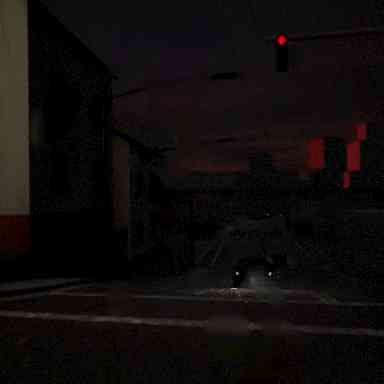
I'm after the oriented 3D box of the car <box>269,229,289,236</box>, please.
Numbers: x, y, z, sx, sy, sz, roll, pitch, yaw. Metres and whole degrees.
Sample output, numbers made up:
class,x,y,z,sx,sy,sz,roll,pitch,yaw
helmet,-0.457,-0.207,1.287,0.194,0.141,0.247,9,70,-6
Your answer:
class,x,y,z,sx,sy,sz,roll,pitch,yaw
car,21.788,10.185,83.488,4.536,1.218,1.853,-2,-1,39

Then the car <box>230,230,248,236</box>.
class,x,y,z,sx,sy,sz,roll,pitch,yaw
car,11.841,10.371,84.480,1.853,1.218,4.536,0,-1,-36

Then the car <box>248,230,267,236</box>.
class,x,y,z,sx,sy,sz,roll,pitch,yaw
car,16.455,10.279,83.655,4.536,1.218,1.853,-1,-1,-26

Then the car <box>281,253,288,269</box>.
class,x,y,z,sx,sy,sz,roll,pitch,yaw
car,12.495,9.710,47.608,2.150,2.045,5.566,-2,-2,14

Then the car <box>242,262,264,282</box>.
class,x,y,z,sx,sy,sz,roll,pitch,yaw
car,6.206,8.097,33.909,2.097,1.767,4.553,-1,-12,10

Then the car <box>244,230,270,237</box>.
class,x,y,z,sx,sy,sz,roll,pitch,yaw
car,16.411,10.437,83.629,4.974,1.542,2.038,-1,-1,-26

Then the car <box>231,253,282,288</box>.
class,x,y,z,sx,sy,sz,roll,pitch,yaw
car,3.047,3.968,16.549,2.033,1.411,5.357,-2,-14,10

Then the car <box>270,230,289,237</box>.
class,x,y,z,sx,sy,sz,roll,pitch,yaw
car,21.832,10.341,83.454,4.974,1.542,2.038,-2,-1,39

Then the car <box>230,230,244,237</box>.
class,x,y,z,sx,sy,sz,roll,pitch,yaw
car,11.875,10.527,84.436,2.038,1.542,4.974,0,-1,-36
